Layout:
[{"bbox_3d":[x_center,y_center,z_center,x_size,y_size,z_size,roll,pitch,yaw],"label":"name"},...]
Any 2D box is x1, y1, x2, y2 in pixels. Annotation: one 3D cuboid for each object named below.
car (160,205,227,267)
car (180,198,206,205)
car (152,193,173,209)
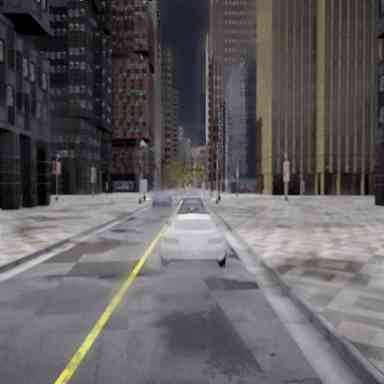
[{"bbox_3d":[0.052,1.356,10.675,1.812,1.442,4.674,0,1,0],"label":"car"},{"bbox_3d":[0.049,1.148,25.106,2.033,1.411,5.357,0,1,0],"label":"car"},{"bbox_3d":[-3.072,0.917,35.064,1.882,1.535,5.008,0,1,0],"label":"car"}]
